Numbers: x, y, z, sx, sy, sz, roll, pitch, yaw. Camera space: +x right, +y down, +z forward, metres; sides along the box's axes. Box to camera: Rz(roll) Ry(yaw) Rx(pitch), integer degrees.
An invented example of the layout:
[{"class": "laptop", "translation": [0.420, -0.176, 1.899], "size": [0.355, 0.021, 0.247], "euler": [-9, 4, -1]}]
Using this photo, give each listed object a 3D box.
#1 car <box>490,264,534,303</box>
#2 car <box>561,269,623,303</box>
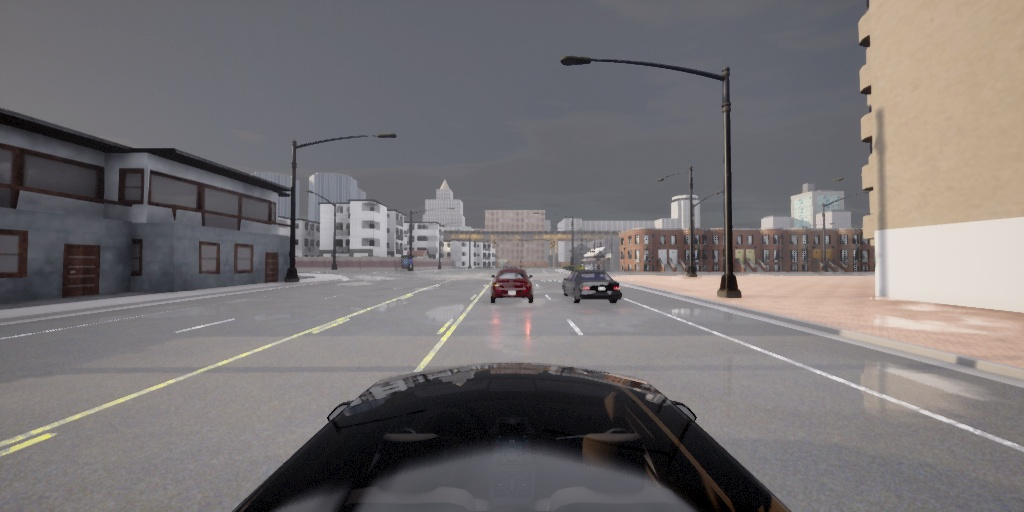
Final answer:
[{"class": "car", "translation": [0.000, 1.293, 16.505], "size": [1.812, 1.442, 4.674], "euler": [0, 0, 0]}, {"class": "car", "translation": [3.500, 1.323, 16.505], "size": [2.033, 1.411, 5.357], "euler": [0, 0, 0]}]
